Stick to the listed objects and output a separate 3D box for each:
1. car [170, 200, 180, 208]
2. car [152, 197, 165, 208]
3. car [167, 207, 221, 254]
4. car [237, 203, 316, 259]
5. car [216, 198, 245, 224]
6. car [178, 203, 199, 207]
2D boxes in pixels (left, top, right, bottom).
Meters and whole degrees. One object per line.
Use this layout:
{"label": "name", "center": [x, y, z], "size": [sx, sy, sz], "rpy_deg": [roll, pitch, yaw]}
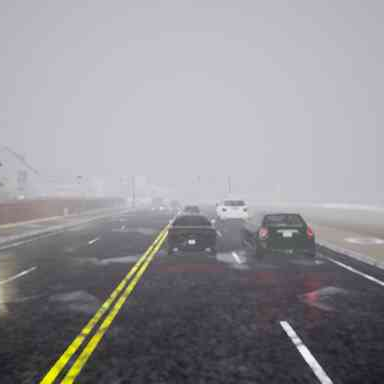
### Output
{"label": "car", "center": [-3.309, 2.243, 64.537], "size": [1.837, 1.490, 4.892], "rpy_deg": [0, -1, 0]}
{"label": "car", "center": [-6.551, 1.971, 65.338], "size": [2.150, 2.045, 5.566], "rpy_deg": [0, -1, 0]}
{"label": "car", "center": [0.011, 1.632, 14.230], "size": [1.882, 1.535, 5.008], "rpy_deg": [0, 0, 0]}
{"label": "car", "center": [3.255, 1.497, 13.410], "size": [2.097, 1.767, 4.553], "rpy_deg": [0, -1, 0]}
{"label": "car", "center": [3.237, 1.527, 27.572], "size": [2.150, 2.045, 5.566], "rpy_deg": [0, 0, 0]}
{"label": "car", "center": [-0.001, 1.842, 28.884], "size": [1.812, 1.442, 4.674], "rpy_deg": [0, 0, 0]}
